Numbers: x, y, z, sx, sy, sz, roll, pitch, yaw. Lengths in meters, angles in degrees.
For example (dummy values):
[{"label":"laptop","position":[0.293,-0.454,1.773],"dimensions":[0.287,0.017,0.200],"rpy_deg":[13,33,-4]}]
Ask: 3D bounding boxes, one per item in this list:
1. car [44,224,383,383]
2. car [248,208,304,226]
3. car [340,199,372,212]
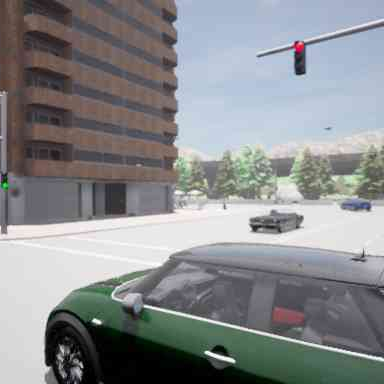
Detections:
[{"label":"car","position":[0.354,1.370,3.739],"dimensions":[4.553,1.767,2.097],"rpy_deg":[-1,0,36]},{"label":"car","position":[5.210,1.677,20.368],"dimensions":[1.895,1.301,4.718],"rpy_deg":[-1,0,36]},{"label":"car","position":[19.799,1.528,40.396],"dimensions":[1.882,1.535,5.008],"rpy_deg":[-1,0,1]}]
